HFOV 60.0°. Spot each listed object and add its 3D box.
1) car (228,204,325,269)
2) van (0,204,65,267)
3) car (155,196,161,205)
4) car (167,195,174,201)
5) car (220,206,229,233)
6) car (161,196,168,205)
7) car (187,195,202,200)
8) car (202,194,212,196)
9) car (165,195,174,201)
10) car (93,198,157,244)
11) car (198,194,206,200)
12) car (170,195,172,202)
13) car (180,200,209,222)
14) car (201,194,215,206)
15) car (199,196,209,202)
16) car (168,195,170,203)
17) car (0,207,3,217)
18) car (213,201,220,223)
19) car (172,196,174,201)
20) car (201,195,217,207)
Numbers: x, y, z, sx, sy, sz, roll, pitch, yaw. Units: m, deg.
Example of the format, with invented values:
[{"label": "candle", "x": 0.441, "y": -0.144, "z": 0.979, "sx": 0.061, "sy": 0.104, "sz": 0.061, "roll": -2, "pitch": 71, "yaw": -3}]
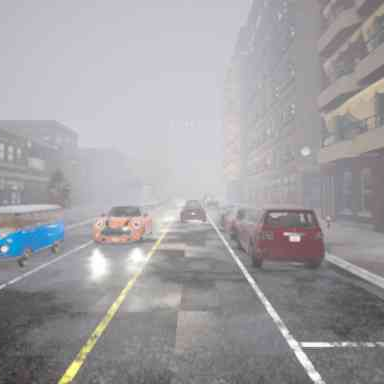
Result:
[{"label": "car", "x": 2.704, "y": 1.312, "z": 11.125, "sx": 2.192, "sy": 1.841, "sz": 5.009, "roll": 1, "pitch": 0, "yaw": 0}, {"label": "van", "x": -5.647, "y": 1.339, "z": 11.063, "sx": 1.690, "sy": 1.788, "sz": 3.998, "roll": 1, "pitch": 0, "yaw": 0}, {"label": "car", "x": -5.656, "y": 1.520, "z": 45.014, "sx": 1.752, "sy": 1.417, "sz": 4.829, "roll": 1, "pitch": 0, "yaw": 0}, {"label": "car", "x": -5.838, "y": 1.532, "z": 90.508, "sx": 1.752, "sy": 1.417, "sz": 4.829, "roll": 1, "pitch": 0, "yaw": 0}, {"label": "car", "x": 2.700, "y": 1.436, "z": 16.811, "sx": 1.967, "sy": 1.590, "sz": 4.097, "roll": 1, "pitch": 0, "yaw": 0}, {"label": "car", "x": -5.657, "y": 1.435, "z": 56.557, "sx": 1.967, "sy": 1.590, "sz": 4.097, "roll": 1, "pitch": 0, "yaw": 0}, {"label": "car", "x": 0.087, "y": 1.471, "z": 45.668, "sx": 1.882, "sy": 1.535, "sz": 5.008, "roll": 0, "pitch": 0, "yaw": 0}, {"label": "car", "x": 2.689, "y": 1.519, "z": 51.101, "sx": 1.752, "sy": 1.417, "sz": 4.829, "roll": 1, "pitch": 0, "yaw": 0}, {"label": "car", "x": -5.667, "y": 1.555, "z": 84.992, "sx": 2.008, "sy": 1.369, "sz": 4.403, "roll": 1, "pitch": 0, "yaw": 0}, {"label": "car", "x": -3.090, "y": 1.348, "z": 15.737, "sx": 2.097, "sy": 1.767, "sz": 4.553, "roll": 0, "pitch": 0, "yaw": 0}, {"label": "car", "x": 2.727, "y": 1.446, "z": 90.735, "sx": 1.967, "sy": 1.590, "sz": 4.097, "roll": 1, "pitch": 0, "yaw": 0}, {"label": "car", "x": -5.663, "y": 1.580, "z": 67.931, "sx": 1.802, "sy": 1.307, "sz": 4.206, "roll": 1, "pitch": 0, "yaw": 0}, {"label": "car", "x": 0.093, "y": 1.558, "z": 26.579, "sx": 1.994, "sy": 1.385, "sz": 4.181, "roll": 0, "pitch": 0, "yaw": 0}, {"label": "car", "x": 2.691, "y": 1.309, "z": 56.619, "sx": 2.192, "sy": 1.841, "sz": 5.009, "roll": 1, "pitch": 0, "yaw": 0}, {"label": "car", "x": 2.683, "y": 1.564, "z": 73.678, "sx": 1.947, "sy": 1.339, "sz": 4.313, "roll": 1, "pitch": 0, "yaw": 0}, {"label": "car", "x": -5.659, "y": 1.437, "z": 62.245, "sx": 1.967, "sy": 1.590, "sz": 4.097, "roll": 1, "pitch": 0, "yaw": 0}, {"label": "car", "x": -5.661, "y": 1.314, "z": 5.376, "sx": 2.192, "sy": 1.841, "sz": 5.009, "roll": 1, "pitch": 0, "yaw": 0}, {"label": "car", "x": 2.697, "y": 1.560, "z": 22.499, "sx": 1.947, "sy": 1.339, "sz": 4.313, "roll": 1, "pitch": 0, "yaw": 0}, {"label": "car", "x": -5.666, "y": 1.568, "z": 79.304, "sx": 1.947, "sy": 1.339, "sz": 4.313, "roll": 1, "pitch": 0, "yaw": 0}, {"label": "car", "x": 2.690, "y": 1.544, "z": 45.245, "sx": 2.008, "sy": 1.369, "sz": 4.403, "roll": 1, "pitch": 0, "yaw": 0}]
